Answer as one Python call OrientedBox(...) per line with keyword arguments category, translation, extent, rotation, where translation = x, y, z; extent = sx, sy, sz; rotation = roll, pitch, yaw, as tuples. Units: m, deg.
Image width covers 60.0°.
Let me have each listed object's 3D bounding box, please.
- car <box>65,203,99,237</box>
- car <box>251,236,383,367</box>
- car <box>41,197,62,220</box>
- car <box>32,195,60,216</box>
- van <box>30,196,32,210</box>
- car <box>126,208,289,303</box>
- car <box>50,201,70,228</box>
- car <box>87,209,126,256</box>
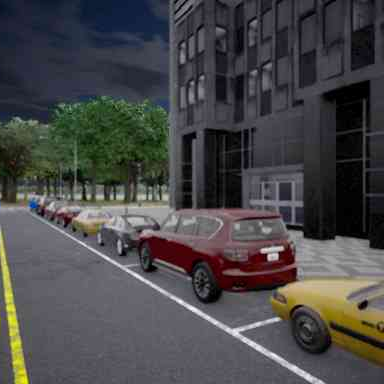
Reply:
OrientedBox(category="car", translation=(-5.318, 1.517, 17.852), extent=(1.752, 1.417, 4.829), rotation=(0, 0, -31))
OrientedBox(category="car", translation=(3.002, 1.522, 3.820), extent=(1.752, 1.417, 4.829), rotation=(0, 0, -31))
OrientedBox(category="car", translation=(-10.778, 1.431, 27.059), extent=(1.967, 1.590, 4.097), rotation=(0, 0, -31))
OrientedBox(category="car", translation=(-13.552, 1.305, 31.737), extent=(2.192, 1.841, 5.009), rotation=(0, 0, -31))
OrientedBox(category="van", translation=(-16.325, 1.332, 36.414), extent=(1.690, 1.788, 3.998), rotation=(0, 0, -31))
OrientedBox(category="car", translation=(0.315, 1.310, 8.351), extent=(2.192, 1.841, 5.009), rotation=(0, 0, -31))
OrientedBox(category="car", translation=(-8.005, 1.536, 22.383), extent=(1.887, 1.381, 4.507), rotation=(0, 0, -31))
OrientedBox(category="car", translation=(-2.458, 1.544, 13.028), extent=(2.008, 1.369, 4.403), rotation=(0, 0, -31))
